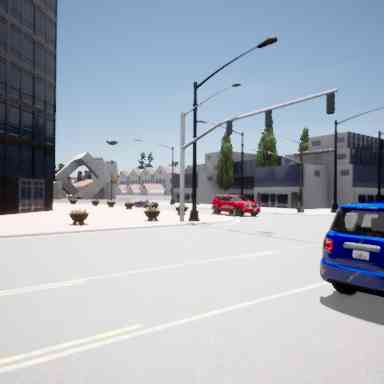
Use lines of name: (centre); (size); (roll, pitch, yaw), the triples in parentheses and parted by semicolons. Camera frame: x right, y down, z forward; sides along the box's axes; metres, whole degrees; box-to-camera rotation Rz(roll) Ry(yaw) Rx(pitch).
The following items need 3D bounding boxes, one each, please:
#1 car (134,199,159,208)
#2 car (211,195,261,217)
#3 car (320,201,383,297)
car: (-6.659, 1.688, 48.267); (1.895, 1.301, 4.718); (1, -1, -35)
car: (4.189, 1.305, 32.667); (2.150, 2.045, 5.566); (1, -1, -35)
car: (5.231, 1.236, 7.526); (5.566, 2.045, 2.150); (0, 0, -35)
